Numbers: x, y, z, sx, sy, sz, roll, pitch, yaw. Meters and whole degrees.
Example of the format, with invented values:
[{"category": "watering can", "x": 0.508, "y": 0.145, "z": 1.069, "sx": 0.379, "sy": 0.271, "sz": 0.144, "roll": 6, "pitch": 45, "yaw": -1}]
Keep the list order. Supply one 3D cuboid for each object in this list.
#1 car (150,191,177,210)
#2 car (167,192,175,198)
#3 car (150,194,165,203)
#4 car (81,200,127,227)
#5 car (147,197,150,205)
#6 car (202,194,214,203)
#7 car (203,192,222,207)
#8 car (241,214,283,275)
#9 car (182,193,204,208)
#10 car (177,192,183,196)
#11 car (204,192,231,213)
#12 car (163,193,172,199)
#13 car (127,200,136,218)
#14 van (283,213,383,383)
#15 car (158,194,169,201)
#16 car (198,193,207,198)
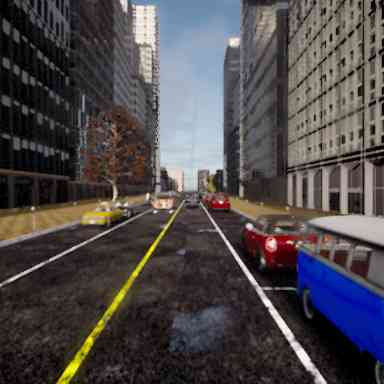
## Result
[{"category": "car", "x": -3.122, "y": 1.061, "z": 37.437, "sx": 2.097, "sy": 1.767, "sz": 4.553, "roll": 0, "pitch": 0, "yaw": 0}, {"category": "car", "x": -5.755, "y": 0.806, "z": 89.901, "sx": 1.887, "sy": 1.381, "sz": 4.507, "roll": 0, "pitch": 1, "yaw": 0}, {"category": "car", "x": -5.730, "y": 1.124, "z": 55.749, "sx": 1.947, "sy": 1.339, "sz": 4.313, "roll": 0, "pitch": 0, "yaw": 0}, {"category": "car", "x": -5.704, "y": 1.362, "z": 21.425, "sx": 1.752, "sy": 1.417, "sz": 4.829, "roll": 0, "pitch": 0, "yaw": 0}, {"category": "car", "x": -5.725, "y": 1.157, "z": 50.057, "sx": 2.008, "sy": 1.369, "sz": 4.403, "roll": 0, "pitch": 0, "yaw": 0}, {"category": "car", "x": 2.651, "y": 1.082, "z": 55.912, "sx": 1.752, "sy": 1.417, "sz": 4.829, "roll": 0, "pitch": 0, "yaw": 0}, {"category": "car", "x": 2.661, "y": 0.968, "z": 44.357, "sx": 2.192, "sy": 1.841, "sz": 5.009, "roll": 0, "pitch": 0, "yaw": 0}, {"category": "car", "x": 2.686, "y": 1.363, "z": 10.206, "sx": 1.967, "sy": 1.590, "sz": 4.097, "roll": 0, "pitch": 0, "yaw": 0}, {"category": "car", "x": 0.069, "y": 1.166, "z": 41.788, "sx": 2.128, "sy": 1.511, "sz": 4.902, "roll": 0, "pitch": 1, "yaw": 0}, {"category": "car", "x": -3.059, "y": 0.707, "z": 77.955, "sx": 1.812, "sy": 1.442, "sz": 4.674, "roll": 0, "pitch": 0, "yaw": 0}, {"category": "car", "x": 2.669, "y": 1.060, "z": 32.973, "sx": 2.192, "sy": 1.841, "sz": 5.009, "roll": 0, "pitch": 0, "yaw": 0}, {"category": "car", "x": -5.747, "y": 0.913, "z": 78.517, "sx": 2.008, "sy": 1.369, "sz": 4.403, "roll": 0, "pitch": 0, "yaw": 0}, {"category": "car", "x": -5.708, "y": 1.341, "z": 27.288, "sx": 2.008, "sy": 1.369, "sz": 4.403, "roll": 0, "pitch": 0, "yaw": 0}, {"category": "van", "x": 2.690, "y": 1.307, "z": 4.514, "sx": 1.690, "sy": 1.788, "sz": 3.998, "roll": 0, "pitch": 0, "yaw": 0}, {"category": "car", "x": -5.738, "y": 1.043, "z": 67.132, "sx": 1.802, "sy": 1.307, "sz": 4.206, "roll": 0, "pitch": 0, "yaw": 0}, {"category": "car", "x": 2.629, "y": 0.878, "z": 84.203, "sx": 1.947, "sy": 1.339, "sz": 4.313, "roll": 0, "pitch": 1, "yaw": 0}]
